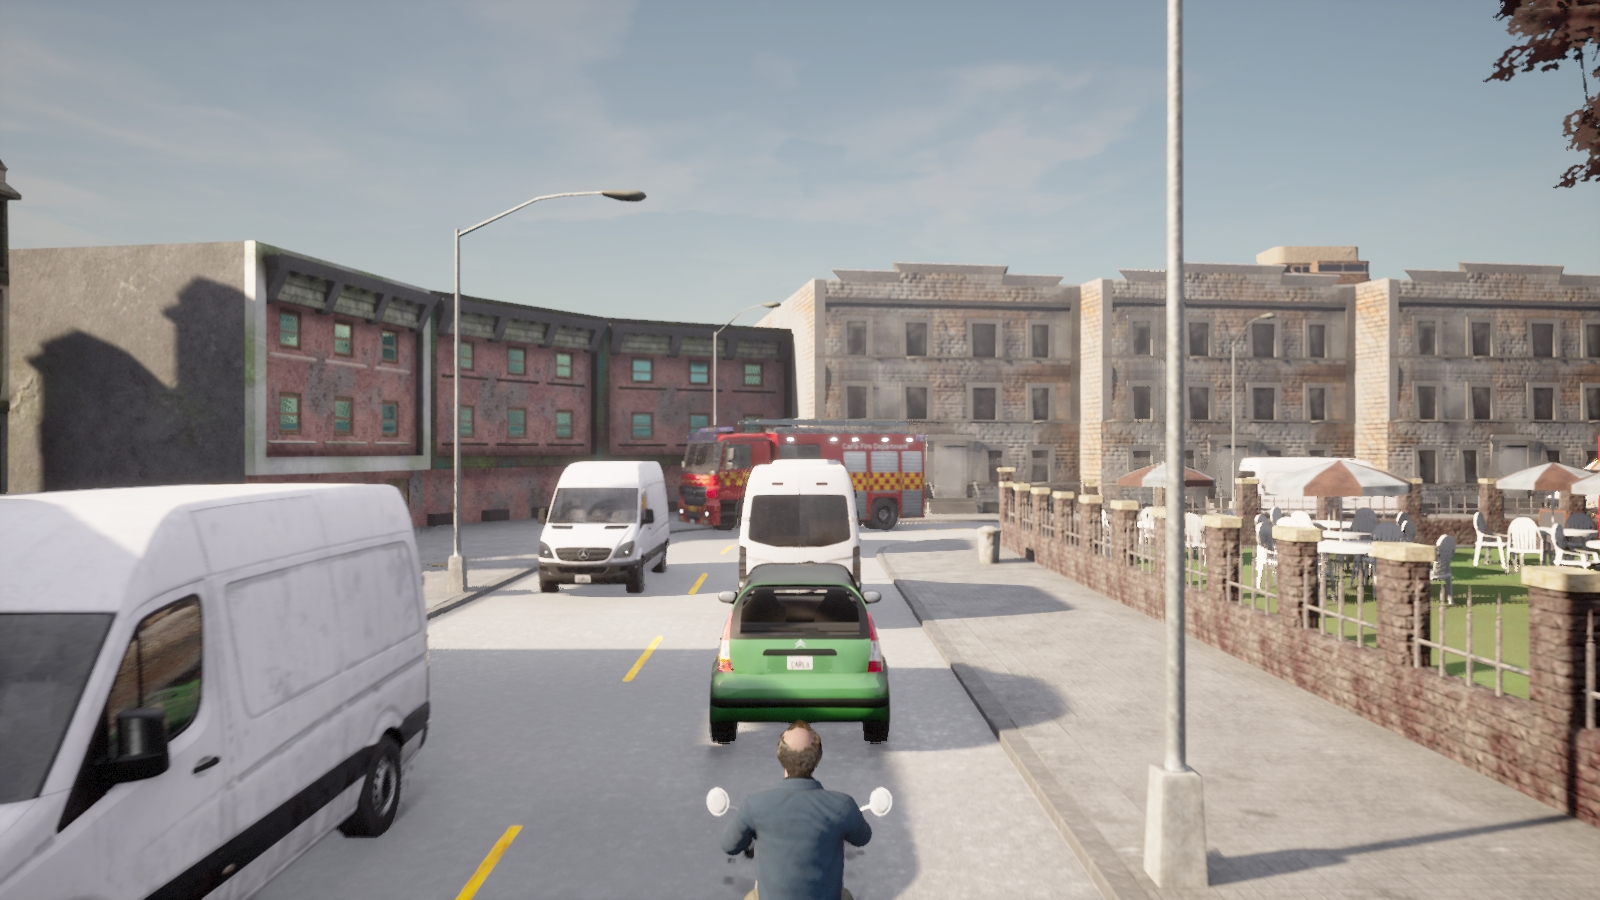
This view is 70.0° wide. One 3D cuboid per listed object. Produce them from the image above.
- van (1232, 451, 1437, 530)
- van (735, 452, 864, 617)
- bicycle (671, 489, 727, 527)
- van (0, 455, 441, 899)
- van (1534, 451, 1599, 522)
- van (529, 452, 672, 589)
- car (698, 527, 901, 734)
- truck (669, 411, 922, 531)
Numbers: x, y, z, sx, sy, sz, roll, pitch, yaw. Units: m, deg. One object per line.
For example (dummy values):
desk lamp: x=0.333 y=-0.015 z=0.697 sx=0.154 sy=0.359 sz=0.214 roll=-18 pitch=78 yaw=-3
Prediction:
van: x=17.813 y=1.314 z=38.257 sx=5.915 sy=2.561 sz=1.988 roll=0 pitch=0 yaw=1
van: x=-0.010 y=1.314 z=20.644 sx=1.988 sy=2.561 sz=5.915 roll=0 pitch=0 yaw=0
bicycle: x=-3.365 y=1.940 z=38.202 sx=1.835 sy=1.271 sz=0.329 roll=0 pitch=0 yaw=0
van: x=-4.011 y=1.315 z=6.655 sx=1.988 sy=2.561 sz=5.915 roll=0 pitch=0 yaw=0
van: x=30.679 y=1.315 z=42.170 sx=5.915 sy=2.561 sz=1.988 roll=0 pitch=0 yaw=0
van: x=-4.059 y=1.315 z=24.283 sx=1.988 sy=2.561 sz=5.915 roll=0 pitch=0 yaw=0
car: x=-0.006 y=1.779 z=12.405 sx=1.851 sy=1.617 sz=3.988 roll=0 pitch=0 yaw=0
truck: x=-0.068 y=0.671 z=39.746 sx=8.468 sy=3.827 sz=2.891 roll=0 pitch=0 yaw=-29
